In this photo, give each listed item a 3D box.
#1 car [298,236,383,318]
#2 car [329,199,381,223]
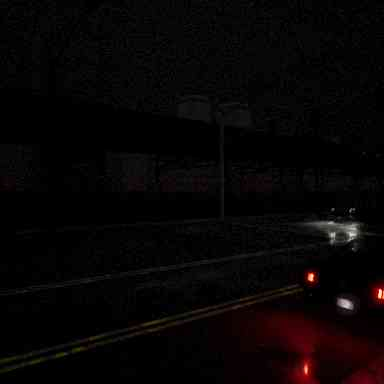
[{"bbox_3d":[4.411,1.598,6.894,4.718,1.301,1.895,0,0,-35],"label":"car"},{"bbox_3d":[12.724,1.343,25.893,4.553,1.767,2.097,0,0,-35],"label":"car"}]
